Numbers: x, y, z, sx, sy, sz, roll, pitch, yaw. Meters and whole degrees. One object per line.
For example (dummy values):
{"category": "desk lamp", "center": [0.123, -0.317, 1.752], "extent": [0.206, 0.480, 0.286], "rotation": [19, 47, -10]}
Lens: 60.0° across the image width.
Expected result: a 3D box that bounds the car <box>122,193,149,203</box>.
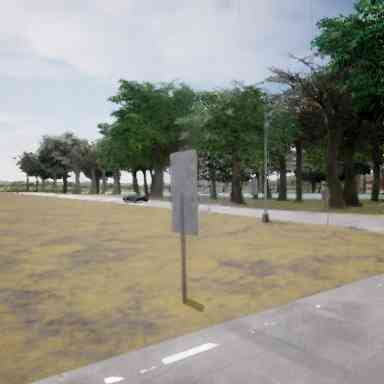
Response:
{"category": "car", "center": [-7.601, 0.810, 44.897], "extent": [1.895, 1.301, 4.718], "rotation": [-2, 2, -35]}
